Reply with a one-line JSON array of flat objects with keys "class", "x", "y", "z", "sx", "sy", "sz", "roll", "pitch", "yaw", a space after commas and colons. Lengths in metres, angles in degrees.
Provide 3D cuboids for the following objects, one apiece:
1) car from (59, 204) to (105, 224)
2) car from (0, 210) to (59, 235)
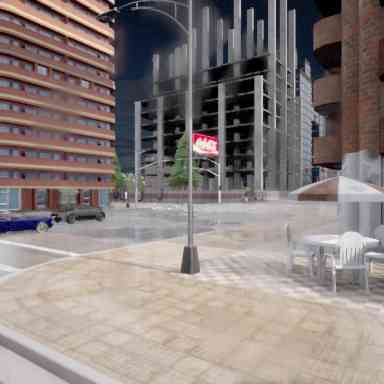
[{"class": "car", "x": -8.765, "y": 1.619, "z": 25.631, "sx": 1.994, "sy": 1.385, "sz": 4.181, "roll": 0, "pitch": 0, "yaw": 36}, {"class": "car", "x": -9.860, "y": 1.656, "z": 17.572, "sx": 1.895, "sy": 1.301, "sz": 4.718, "roll": 0, "pitch": 0, "yaw": 37}]
